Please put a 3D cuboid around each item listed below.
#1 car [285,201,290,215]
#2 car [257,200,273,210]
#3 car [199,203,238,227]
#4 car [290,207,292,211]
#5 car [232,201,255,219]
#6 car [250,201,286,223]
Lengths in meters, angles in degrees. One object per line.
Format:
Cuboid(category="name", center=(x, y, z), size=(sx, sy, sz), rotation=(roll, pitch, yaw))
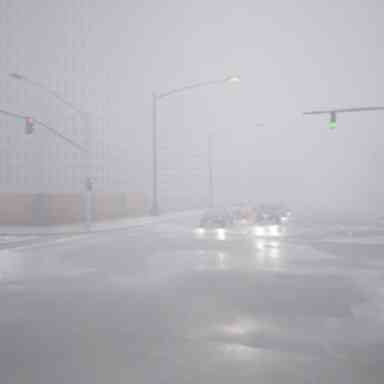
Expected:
Cuboid(category="car", center=(9.567, 1.902, 37.160), size=(1.837, 1.490, 4.892), rotation=(-1, -1, 19))
Cuboid(category="car", center=(12.473, 2.166, 56.335), size=(2.033, 1.411, 5.357), rotation=(-1, -1, 19))
Cuboid(category="car", center=(1.992, 1.840, 25.735), size=(1.812, 1.442, 4.674), rotation=(-1, -1, 19))
Cuboid(category="car", center=(12.812, 2.018, 46.651), size=(1.812, 1.442, 4.674), rotation=(-1, -1, 19))
Cuboid(category="car", center=(4.807, 1.750, 34.074), size=(2.097, 1.767, 4.553), rotation=(-1, -1, 19))
Cuboid(category="car", center=(6.590, 1.802, 28.440), size=(2.128, 1.511, 4.902), rotation=(-1, -1, 19))
